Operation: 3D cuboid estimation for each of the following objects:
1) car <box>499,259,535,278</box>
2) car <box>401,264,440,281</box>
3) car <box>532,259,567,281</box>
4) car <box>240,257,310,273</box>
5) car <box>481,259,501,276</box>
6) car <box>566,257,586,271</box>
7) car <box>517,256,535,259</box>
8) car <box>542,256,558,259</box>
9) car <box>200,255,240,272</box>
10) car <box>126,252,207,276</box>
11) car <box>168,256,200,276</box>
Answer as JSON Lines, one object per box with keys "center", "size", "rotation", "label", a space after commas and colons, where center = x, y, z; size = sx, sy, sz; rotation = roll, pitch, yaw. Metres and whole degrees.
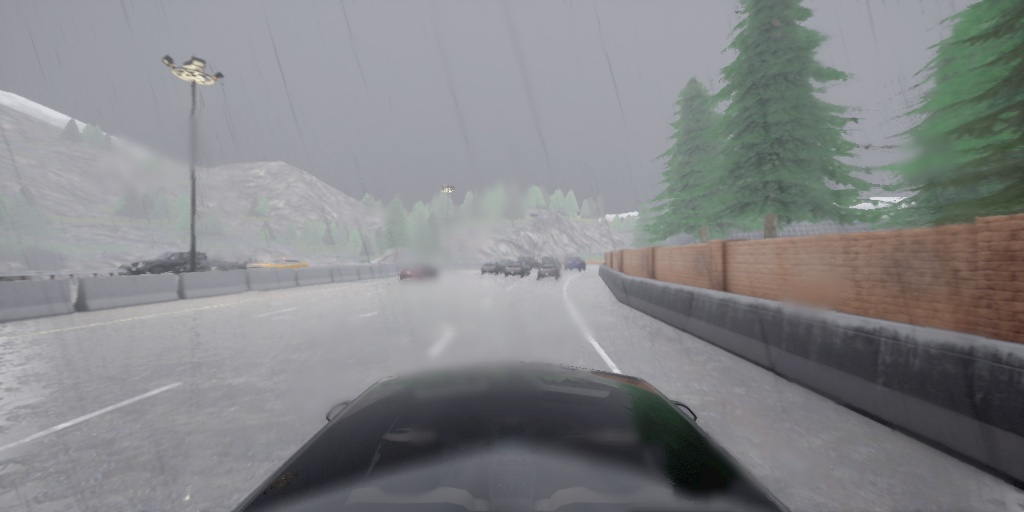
{"center": [0.597, 1.308, 34.952], "size": [2.128, 1.511, 4.902], "rotation": [0, 0, 13], "label": "car"}
{"center": [-7.593, 1.345, 30.120], "size": [1.994, 1.385, 4.181], "rotation": [0, 0, 11], "label": "car"}
{"center": [3.398, 1.310, 31.410], "size": [2.128, 1.511, 4.902], "rotation": [0, 0, 12], "label": "car"}
{"center": [-18.658, 0.834, 28.918], "size": [1.882, 1.535, 5.008], "rotation": [0, 0, 10], "label": "car"}
{"center": [-1.922, 1.309, 39.286], "size": [2.128, 1.511, 4.902], "rotation": [0, 0, 14], "label": "car"}
{"center": [9.052, 1.101, 51.077], "size": [2.150, 2.045, 5.566], "rotation": [0, 0, 22], "label": "car"}
{"center": [2.326, 1.082, 53.068], "size": [2.150, 2.045, 5.566], "rotation": [0, 0, 22], "label": "car"}
{"center": [5.753, 1.092, 52.243], "size": [2.150, 2.045, 5.566], "rotation": [0, 0, 21], "label": "car"}
{"center": [-22.108, 0.871, 29.508], "size": [2.128, 1.511, 4.902], "rotation": [0, 0, 10], "label": "car"}
{"center": [-29.013, 0.653, 30.658], "size": [2.150, 2.045, 5.566], "rotation": [0, 0, 10], "label": "car"}
{"center": [-25.558, 0.927, 30.098], "size": [1.994, 1.385, 4.181], "rotation": [0, 0, 10], "label": "car"}
